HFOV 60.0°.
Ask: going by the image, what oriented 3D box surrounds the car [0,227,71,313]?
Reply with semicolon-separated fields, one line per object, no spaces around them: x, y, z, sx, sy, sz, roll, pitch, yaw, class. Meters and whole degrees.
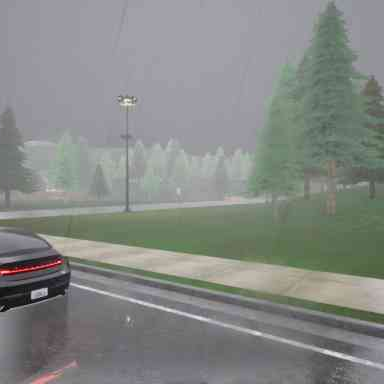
-4.605;1.505;7.153;4.892;1.490;1.837;0;0;35;car
